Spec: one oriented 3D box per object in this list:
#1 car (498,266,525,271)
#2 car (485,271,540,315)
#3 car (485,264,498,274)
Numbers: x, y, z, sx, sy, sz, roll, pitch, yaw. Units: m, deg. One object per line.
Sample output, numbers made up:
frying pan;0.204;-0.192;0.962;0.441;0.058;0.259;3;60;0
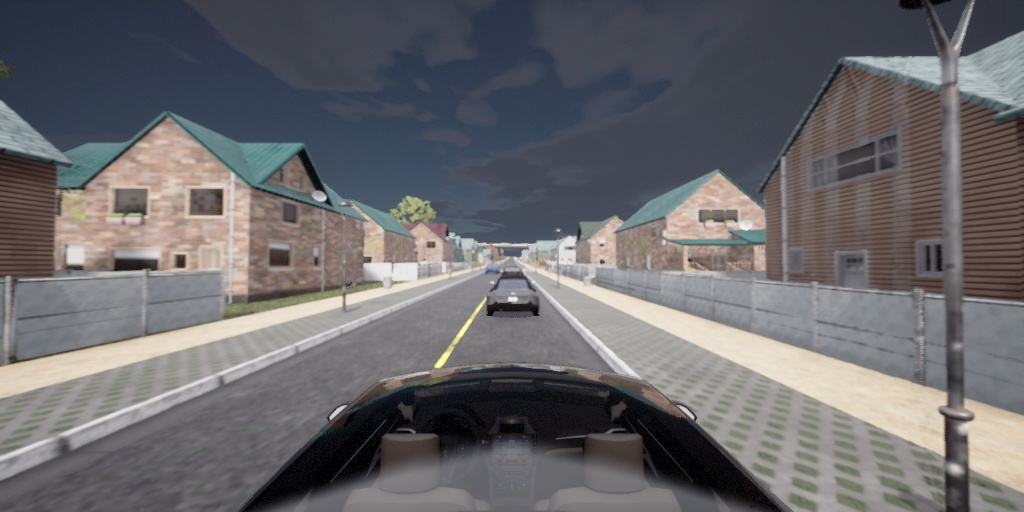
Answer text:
car;0.047;1.598;30.340;1.882;1.535;5.008;0;0;0
car;0.045;1.484;14.406;1.994;1.385;4.181;0;-1;0
car;-2.846;1.859;51.789;1.882;1.535;5.008;0;-1;0
